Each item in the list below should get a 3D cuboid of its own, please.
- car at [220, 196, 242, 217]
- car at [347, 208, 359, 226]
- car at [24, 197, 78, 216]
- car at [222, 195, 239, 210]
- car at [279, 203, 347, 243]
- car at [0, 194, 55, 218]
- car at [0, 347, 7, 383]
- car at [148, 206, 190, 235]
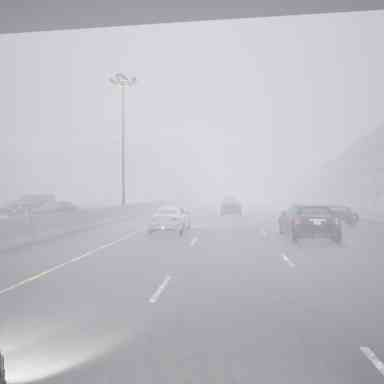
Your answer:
[{"bbox_3d":[3.669,1.477,31.303,1.882,1.535,5.008,0,0,6],"label":"car"},{"bbox_3d":[9.851,1.600,23.316,1.895,1.301,4.718,0,0,6],"label":"car"},{"bbox_3d":[-11.065,1.477,27.085,1.882,1.535,5.008,0,0,6],"label":"car"},{"bbox_3d":[4.907,1.351,42.827,2.097,1.767,4.553,0,0,6],"label":"car"},{"bbox_3d":[5.569,1.351,16.228,2.097,1.767,4.553,0,0,6],"label":"car"},{"bbox_3d":[-14.270,1.220,30.017,2.150,2.045,5.566,0,0,6],"label":"car"},{"bbox_3d":[-3.027,1.562,1.739,1.994,1.385,4.181,0,0,6],"label":"car"},{"bbox_3d":[-1.200,1.525,18.740,1.812,1.442,4.674,0,0,6],"label":"car"}]
